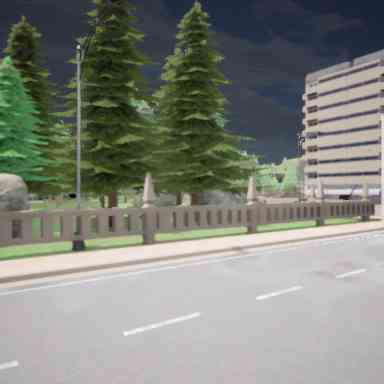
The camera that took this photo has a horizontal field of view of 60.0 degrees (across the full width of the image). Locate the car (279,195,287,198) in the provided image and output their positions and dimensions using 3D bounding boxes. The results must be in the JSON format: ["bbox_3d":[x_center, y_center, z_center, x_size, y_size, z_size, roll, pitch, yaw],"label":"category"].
[{"bbox_3d":[21.929,1.493,82.842,1.895,1.301,4.718,0,0,40],"label":"car"}]

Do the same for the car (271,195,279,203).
[{"bbox_3d":[14.745,1.458,63.988,2.033,1.411,5.357,0,0,4],"label":"car"}]

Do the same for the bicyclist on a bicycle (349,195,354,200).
[{"bbox_3d":[22.992,1.212,48.009,1.656,1.620,0.582,0,0,-29],"label":"bicyclist on a bicycle"}]
